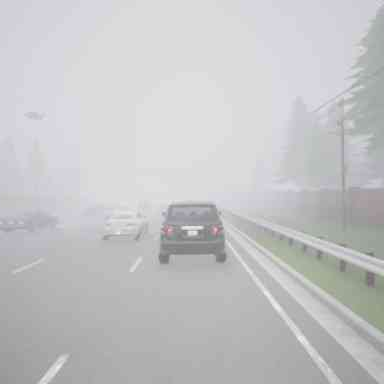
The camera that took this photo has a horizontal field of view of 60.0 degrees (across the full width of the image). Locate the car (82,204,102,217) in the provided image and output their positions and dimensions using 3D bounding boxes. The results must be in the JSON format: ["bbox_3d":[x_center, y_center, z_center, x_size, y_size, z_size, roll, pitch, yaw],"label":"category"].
[{"bbox_3d":[-10.645,2.013,37.231,2.033,1.411,5.357,-1,0,0],"label":"car"}]

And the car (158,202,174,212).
[{"bbox_3d":[-3.652,2.071,47.295,1.895,1.301,4.718,-1,0,0],"label":"car"}]

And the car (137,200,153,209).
[{"bbox_3d":[-7.172,2.023,50.882,1.882,1.535,5.008,-1,0,0],"label":"car"}]

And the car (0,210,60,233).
[{"bbox_3d":[-10.625,1.876,22.027,2.033,1.411,5.357,-1,-1,0],"label":"car"}]

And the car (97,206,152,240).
[{"bbox_3d":[-3.515,1.733,18.185,1.812,1.442,4.674,-1,0,0],"label":"car"}]

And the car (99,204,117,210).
[{"bbox_3d":[-7.079,1.975,31.951,1.895,1.301,4.718,-1,-1,0],"label":"car"}]

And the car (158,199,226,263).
[{"bbox_3d":[0.006,1.337,12.657,2.150,2.045,5.566,-1,0,0],"label":"car"}]

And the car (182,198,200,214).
[{"bbox_3d":[-0.133,1.734,42.348,2.097,1.767,4.553,-1,-1,0],"label":"car"}]
